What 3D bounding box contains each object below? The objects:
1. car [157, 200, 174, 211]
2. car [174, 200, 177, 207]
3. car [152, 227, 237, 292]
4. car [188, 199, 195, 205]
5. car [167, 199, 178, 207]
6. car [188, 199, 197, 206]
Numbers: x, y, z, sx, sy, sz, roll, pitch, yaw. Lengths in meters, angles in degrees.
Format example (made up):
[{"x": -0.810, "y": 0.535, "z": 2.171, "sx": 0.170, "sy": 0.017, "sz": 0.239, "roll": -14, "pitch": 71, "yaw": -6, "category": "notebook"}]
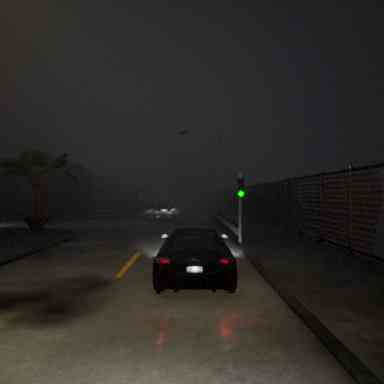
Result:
[{"x": -4.128, "y": 2.004, "z": 49.850, "sx": 1.882, "sy": 1.535, "sz": 5.008, "roll": 0, "pitch": -1, "yaw": 0, "category": "car"}, {"x": -4.107, "y": 2.116, "z": 59.115, "sx": 2.128, "sy": 1.511, "sz": 4.902, "roll": 0, "pitch": -1, "yaw": 0, "category": "car"}, {"x": 0.072, "y": 1.663, "z": 9.207, "sx": 1.994, "sy": 1.385, "sz": 4.181, "roll": 0, "pitch": -1, "yaw": 0, "category": "car"}, {"x": -0.062, "y": 2.408, "z": 83.779, "sx": 1.812, "sy": 1.442, "sz": 4.674, "roll": 0, "pitch": -1, "yaw": 0, "category": "car"}, {"x": -4.050, "y": 2.273, "z": 69.422, "sx": 2.033, "sy": 1.411, "sz": 5.357, "roll": 0, "pitch": -1, "yaw": 0, "category": "car"}, {"x": -0.053, "y": 2.300, "z": 73.539, "sx": 1.812, "sy": 1.442, "sz": 4.674, "roll": 0, "pitch": -1, "yaw": 0, "category": "car"}]
